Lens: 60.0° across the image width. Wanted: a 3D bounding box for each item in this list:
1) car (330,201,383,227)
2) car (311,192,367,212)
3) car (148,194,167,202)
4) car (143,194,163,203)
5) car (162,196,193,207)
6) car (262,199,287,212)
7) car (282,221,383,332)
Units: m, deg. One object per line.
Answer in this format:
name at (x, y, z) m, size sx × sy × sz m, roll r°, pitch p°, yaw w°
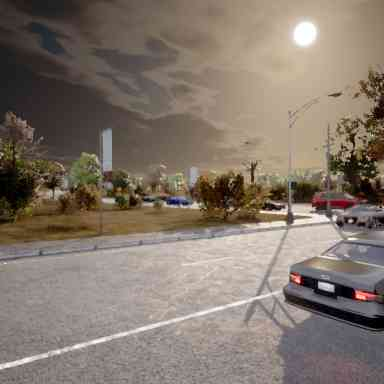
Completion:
car at (10.549, 1.457, 20.208) m, size 4.181 × 1.385 × 1.994 m, roll -1°, pitch 1°, yaw -40°
car at (15.089, 1.032, 34.110) m, size 2.150 × 2.045 × 5.566 m, roll -1°, pitch 0°, yaw -41°
car at (-7.658, 1.258, 73.405) m, size 1.882 × 1.535 × 5.008 m, roll -1°, pitch 0°, yaw -38°
car at (-7.899, 1.373, 62.473) m, size 2.033 × 1.411 × 5.357 m, roll -1°, pitch 0°, yaw -38°
car at (-1.807, 1.323, 49.245) m, size 1.882 × 1.535 × 5.008 m, roll -1°, pitch 0°, yaw -39°
car at (7.886, 1.387, 37.228) m, size 2.033 × 1.411 × 5.357 m, roll -1°, pitch 0°, yaw -39°
car at (4.143, 1.528, 6.719) m, size 5.357 × 1.411 × 2.033 m, roll 0°, pitch 0°, yaw -36°
